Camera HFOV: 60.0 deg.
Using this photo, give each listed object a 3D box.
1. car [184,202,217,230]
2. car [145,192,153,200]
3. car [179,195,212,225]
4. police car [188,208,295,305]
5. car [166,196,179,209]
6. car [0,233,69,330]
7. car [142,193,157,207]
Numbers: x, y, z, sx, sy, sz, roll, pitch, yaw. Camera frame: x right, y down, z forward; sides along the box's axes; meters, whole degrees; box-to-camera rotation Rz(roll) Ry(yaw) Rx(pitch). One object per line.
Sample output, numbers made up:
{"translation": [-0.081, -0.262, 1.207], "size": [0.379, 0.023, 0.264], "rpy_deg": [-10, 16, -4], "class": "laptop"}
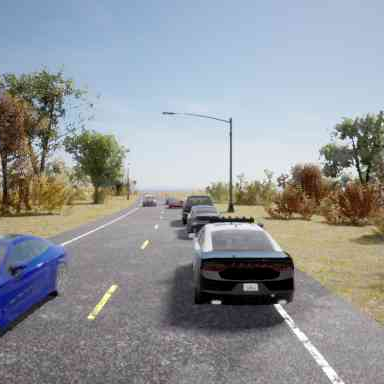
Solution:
{"translation": [0.651, 1.500, 18.215], "size": [1.837, 1.490, 4.892], "rpy_deg": [0, 0, -2], "class": "car"}
{"translation": [-11.847, 1.153, 91.220], "size": [2.150, 2.045, 5.566], "rpy_deg": [0, 0, -8], "class": "car"}
{"translation": [0.367, 1.212, 24.273], "size": [2.150, 2.045, 5.566], "rpy_deg": [0, 0, -3], "class": "car"}
{"translation": [0.953, 1.424, 8.275], "size": [1.930, 1.638, 5.238], "rpy_deg": [0, 0, -1], "class": "police car"}
{"translation": [-2.205, 1.543, 45.527], "size": [1.994, 1.385, 4.181], "rpy_deg": [0, 0, -5], "class": "car"}
{"translation": [-3.688, 1.525, 5.902], "size": [1.812, 1.442, 4.674], "rpy_deg": [0, 0, -1], "class": "car"}
{"translation": [-6.347, 1.328, 49.992], "size": [2.097, 1.767, 4.553], "rpy_deg": [0, 0, -6], "class": "car"}
